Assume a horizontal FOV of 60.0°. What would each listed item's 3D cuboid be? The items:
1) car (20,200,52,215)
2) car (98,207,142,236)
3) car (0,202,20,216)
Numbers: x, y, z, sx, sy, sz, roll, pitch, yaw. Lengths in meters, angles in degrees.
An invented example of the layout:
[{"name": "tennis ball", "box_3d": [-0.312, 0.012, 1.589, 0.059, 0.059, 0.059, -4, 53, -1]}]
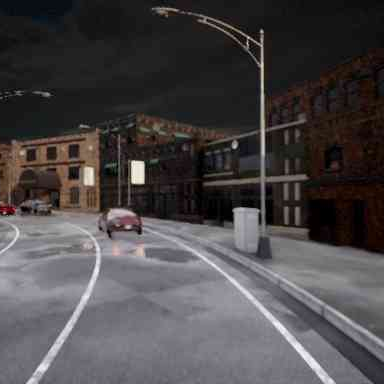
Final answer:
[{"name": "car", "box_3d": [-16.488, 1.570, 34.874, 4.902, 1.511, 2.128, 0, -1, 40]}, {"name": "car", "box_3d": [-4.108, 1.580, 18.780, 1.812, 1.442, 4.674, 0, 0, -23]}, {"name": "car", "box_3d": [-19.026, 1.633, 32.313, 4.718, 1.301, 1.895, 0, -1, 38]}]
